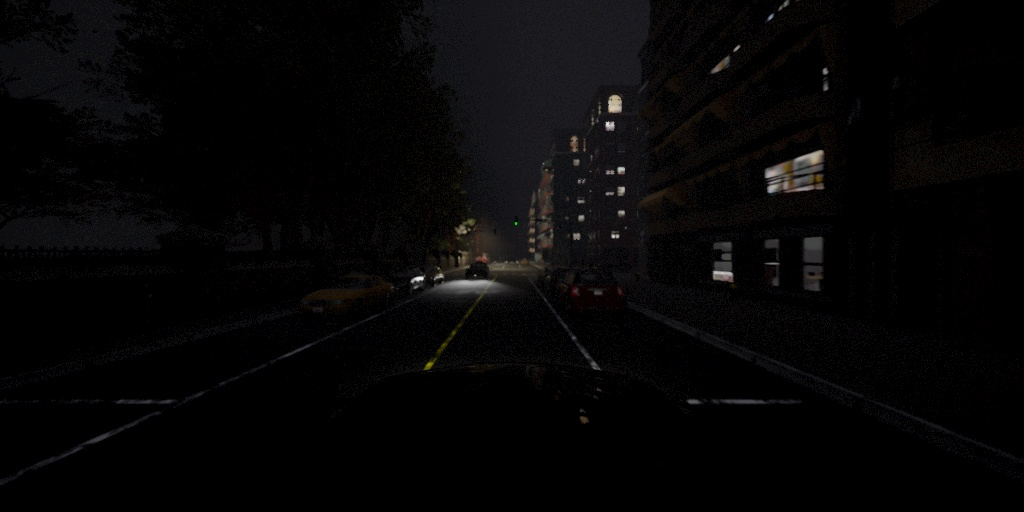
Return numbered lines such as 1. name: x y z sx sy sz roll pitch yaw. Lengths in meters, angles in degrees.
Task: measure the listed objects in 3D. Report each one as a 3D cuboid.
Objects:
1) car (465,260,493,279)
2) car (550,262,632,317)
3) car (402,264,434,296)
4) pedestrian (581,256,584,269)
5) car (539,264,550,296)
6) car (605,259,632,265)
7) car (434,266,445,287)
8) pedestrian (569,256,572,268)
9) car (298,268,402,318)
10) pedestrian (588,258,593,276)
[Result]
1. car: -3.035 1.309 32.067 1.895 1.301 4.718 0 0 1
2. car: 2.690 1.171 13.096 1.967 1.591 4.097 0 0 0
3. car: -5.691 1.273 18.724 2.007 1.370 4.403 0 0 0
4. pedestrian: 7.130 0.920 36.542 0.375 1.860 0.375 0 0 0
5. car: 2.689 1.289 18.727 1.948 1.339 4.313 0 0 0
6. car: 14.590 1.277 51.340 5.009 1.841 2.192 0 0 0
7. car: -5.693 1.242 24.185 1.751 1.417 4.829 0 0 0
8. pedestrian: 6.129 0.846 37.742 0.375 1.860 0.375 0 0 0
9. car: -5.690 1.256 12.924 1.751 1.417 4.829 0 0 0
10. pedestrian: 8.130 1.075 37.143 0.375 1.860 0.375 0 0 0
